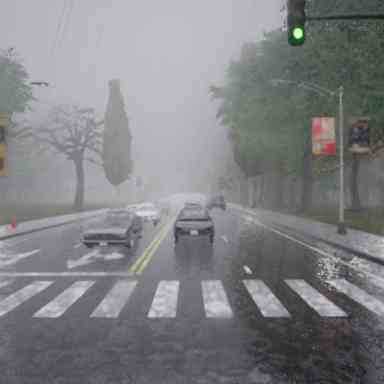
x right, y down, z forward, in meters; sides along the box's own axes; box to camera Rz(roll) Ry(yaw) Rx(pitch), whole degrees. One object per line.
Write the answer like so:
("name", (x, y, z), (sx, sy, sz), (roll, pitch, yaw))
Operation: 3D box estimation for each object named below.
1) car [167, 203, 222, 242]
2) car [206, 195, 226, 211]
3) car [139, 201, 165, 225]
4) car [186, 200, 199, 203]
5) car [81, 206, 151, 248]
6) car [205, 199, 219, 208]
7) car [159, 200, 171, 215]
("car", (0.092, 1.533, 16.698), (2.128, 1.511, 4.902), (0, 0, 0))
("car", (3.236, 1.427, 44.129), (2.150, 2.045, 5.566), (0, -1, 0))
("car", (-3.315, 1.609, 24.601), (1.812, 1.442, 4.674), (0, 0, 0))
("car", (0.087, 1.650, 37.563), (2.128, 1.511, 4.902), (0, 0, 0))
("car", (-3.351, 1.597, 15.272), (2.033, 1.411, 5.357), (0, 0, 0))
("car", (3.234, 1.841, 54.517), (2.033, 1.411, 5.357), (0, 0, 0))
("car", (-3.261, 1.641, 35.037), (2.128, 1.511, 4.902), (0, 0, 0))
